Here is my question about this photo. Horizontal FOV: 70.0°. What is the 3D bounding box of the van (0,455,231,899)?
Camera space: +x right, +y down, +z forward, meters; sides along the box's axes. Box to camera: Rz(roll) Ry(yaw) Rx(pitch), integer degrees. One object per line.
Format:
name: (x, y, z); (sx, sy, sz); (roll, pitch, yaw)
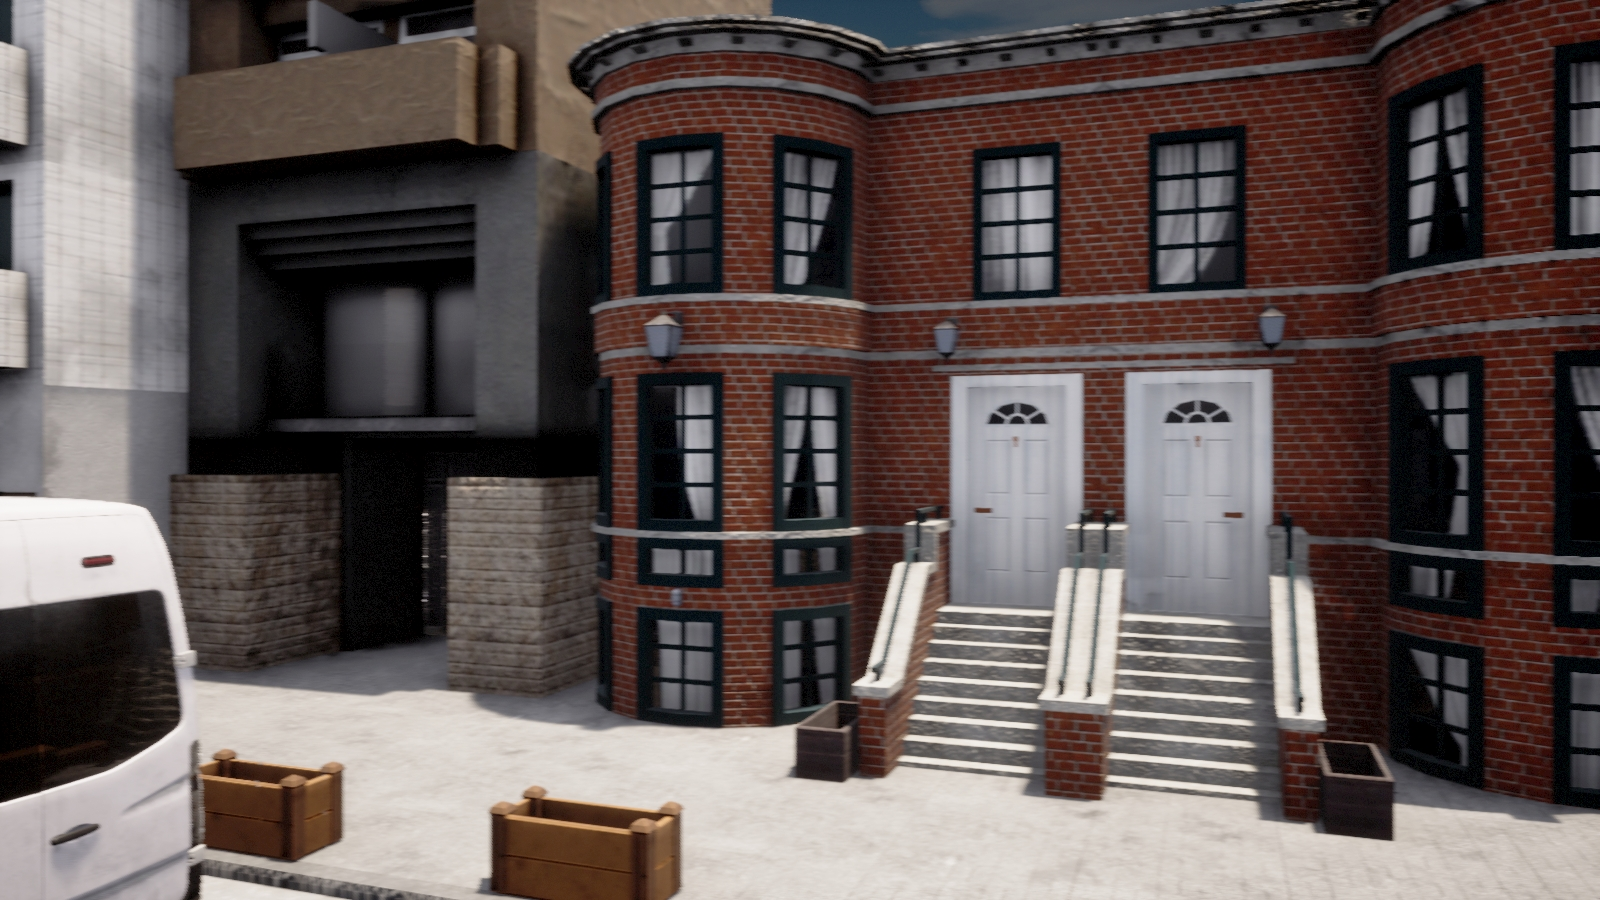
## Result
van: (-6.093, 1.308, 6.048); (5.915, 2.561, 1.988); (0, 0, 20)
